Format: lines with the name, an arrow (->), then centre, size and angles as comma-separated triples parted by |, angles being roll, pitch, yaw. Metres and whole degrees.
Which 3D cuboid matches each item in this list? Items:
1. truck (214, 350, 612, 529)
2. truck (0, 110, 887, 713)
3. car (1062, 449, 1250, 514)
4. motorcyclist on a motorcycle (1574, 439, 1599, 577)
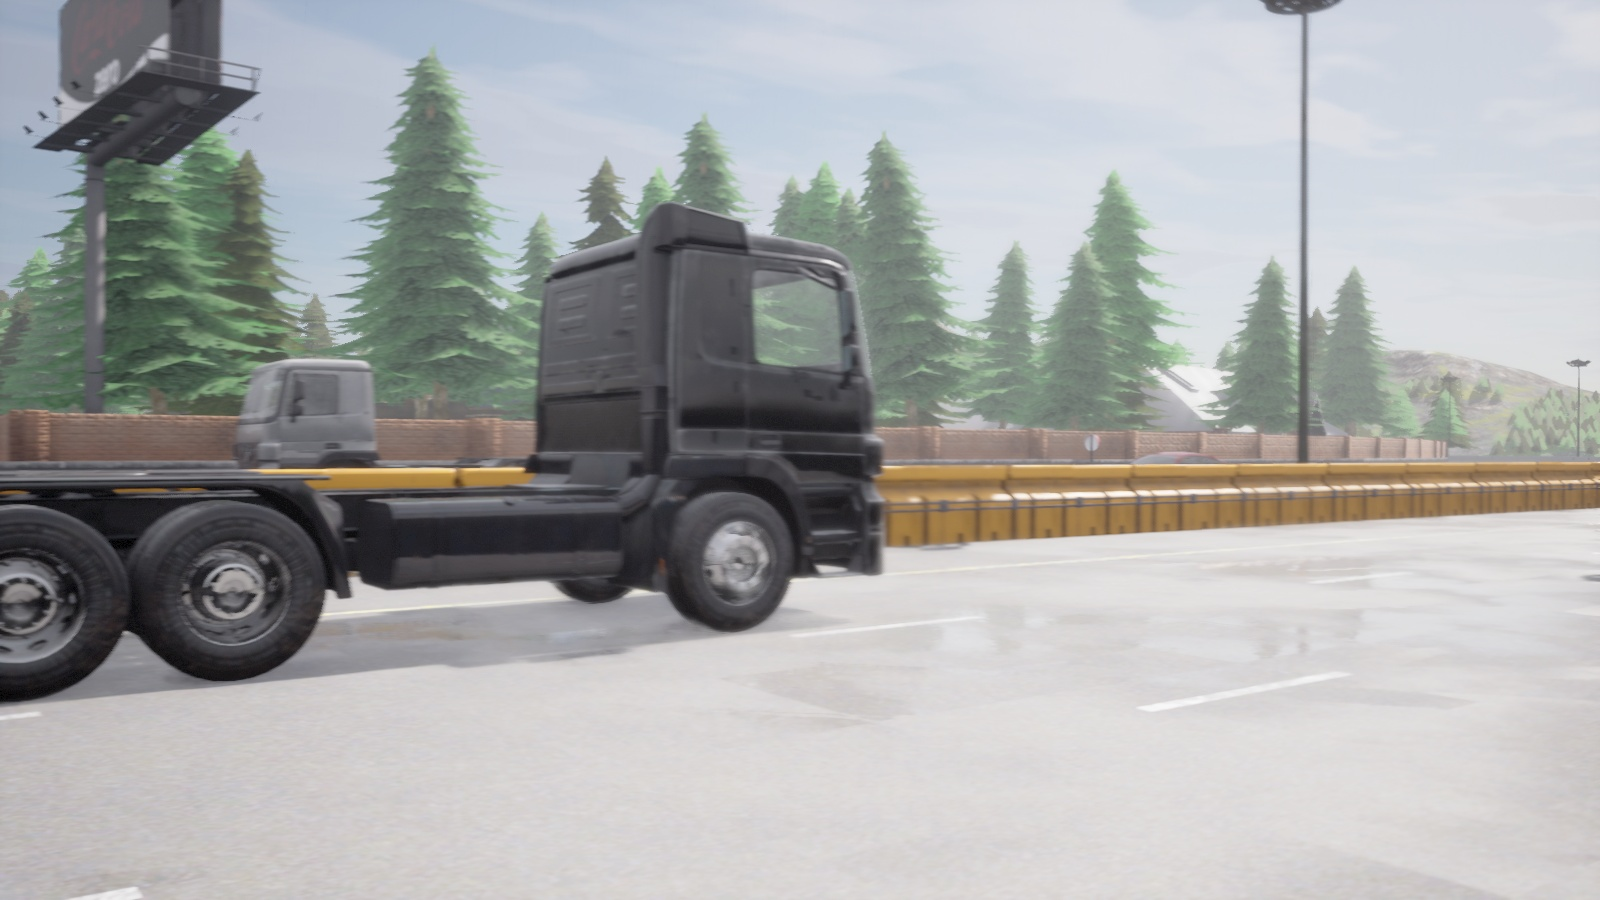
truck -> -8.394, -0.195, 27.835 | 7.936, 3.462, 2.891 | 0, 0, -36
truck -> -3.298, -0.222, 9.923 | 7.936, 3.462, 2.891 | 0, 0, -36
car -> 9.072, 0.747, 31.808 | 5.008, 1.535, 1.882 | 0, 0, -36
motorcyclist on a motorcycle -> 10.585, 0.699, 15.641 | 2.350, 1.649, 0.766 | 0, 0, -36
